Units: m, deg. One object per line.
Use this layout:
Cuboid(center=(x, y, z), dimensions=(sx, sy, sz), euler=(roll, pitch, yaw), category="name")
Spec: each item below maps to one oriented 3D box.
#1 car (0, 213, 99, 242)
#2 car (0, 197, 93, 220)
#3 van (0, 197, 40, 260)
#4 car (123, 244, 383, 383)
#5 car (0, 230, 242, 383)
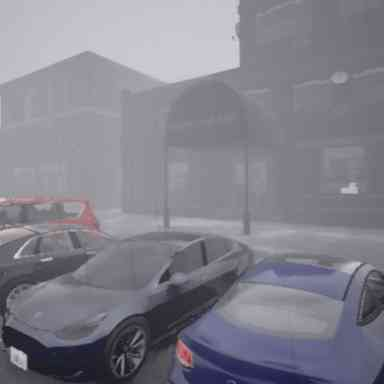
Cuboid(center=(-2.832, 1.443, 7.367), dimensions=(2.231, 1.521, 4.892), euler=(0, 0, 35), category="car")
Cuboid(center=(-5.107, 1.176, 8.963), dimensions=(2.435, 2.045, 5.566), euler=(0, 0, 36), category="car")
Cuboid(center=(-7.420, 1.189, 10.504), dimensions=(1.878, 1.987, 4.442), euler=(0, 0, 35), category="van")
Cuboid(center=(1.593, 1.513, 4.216), dimensions=(2.002, 1.452, 4.674), euler=(0, 0, 35), category="car")
Cuboid(center=(-0.584, 1.487, 5.735), dimensions=(2.163, 1.488, 4.792), euler=(0, 0, 36), category="car")
